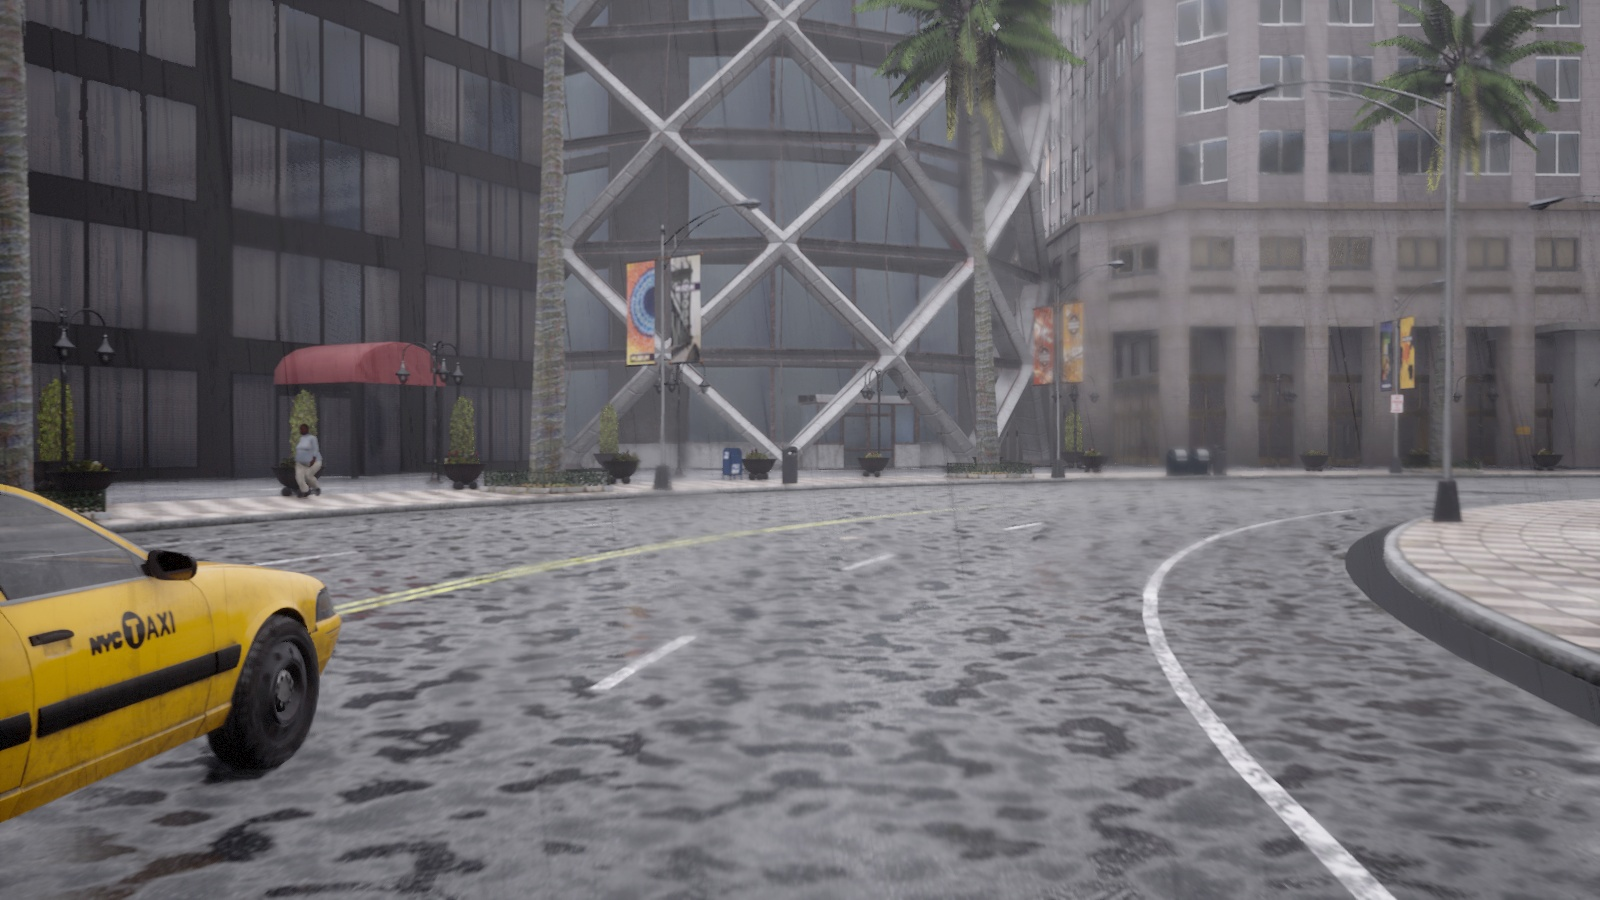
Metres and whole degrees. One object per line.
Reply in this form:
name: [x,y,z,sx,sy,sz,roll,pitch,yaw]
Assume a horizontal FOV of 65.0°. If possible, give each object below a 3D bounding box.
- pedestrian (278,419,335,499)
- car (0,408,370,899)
pedestrian: [-11.715,0.211,29.798,0.874,1.855,0.900,0,0,24]
car: [-3.334,0.658,4.031,1.801,1.575,5.366,0,0,3]
